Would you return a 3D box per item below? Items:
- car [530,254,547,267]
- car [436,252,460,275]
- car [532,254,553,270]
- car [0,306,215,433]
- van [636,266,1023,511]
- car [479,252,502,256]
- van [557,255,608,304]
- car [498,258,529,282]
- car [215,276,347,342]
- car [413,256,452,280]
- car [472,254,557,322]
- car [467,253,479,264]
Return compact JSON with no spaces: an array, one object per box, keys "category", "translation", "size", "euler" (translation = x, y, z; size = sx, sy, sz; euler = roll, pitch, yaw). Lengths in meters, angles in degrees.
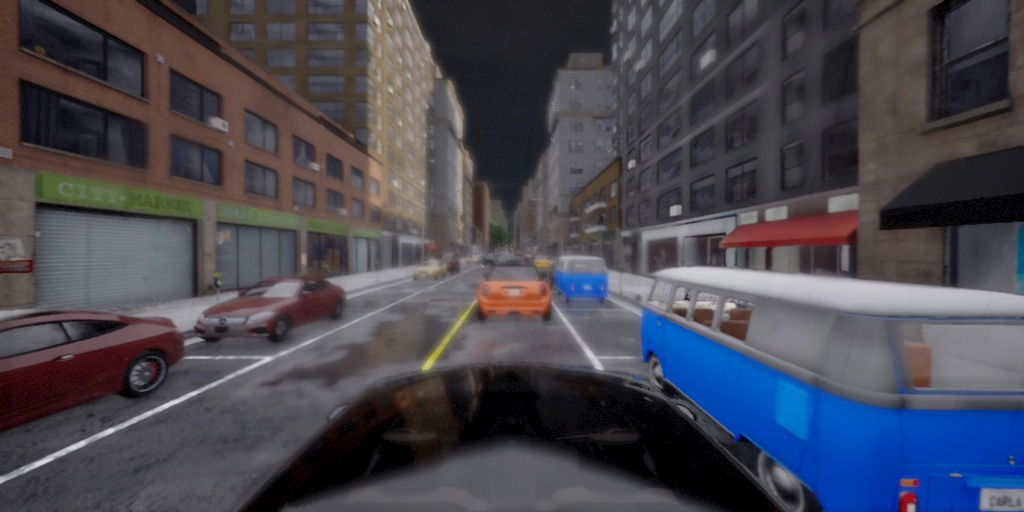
[{"category":"car","translation":[3.326,0.562,46.327],"size":[1.837,1.490,4.892],"euler":[0,1,0]},{"category":"car","translation":[-5.737,0.598,31.283],"size":[2.192,1.841,5.009],"euler":[0,0,0]},{"category":"car","translation":[3.303,0.617,39.517],"size":[1.801,1.575,5.366],"euler":[0,1,0]},{"category":"car","translation":[-5.849,1.297,3.822],"size":[1.802,1.307,4.207],"euler":[0,0,0]},{"category":"van","translation":[2.684,1.058,3.811],"size":[1.690,1.789,3.998],"euler":[0,0,0]},{"category":"car","translation":[-2.896,0.377,48.418],"size":[2.097,1.767,4.553],"euler":[0,1,0]},{"category":"van","translation":[2.728,0.884,14.792],"size":[1.690,1.789,3.998],"euler":[0,0,0]},{"category":"car","translation":[0.140,0.918,25.770],"size":[2.033,1.411,5.357],"euler":[0,1,1]},{"category":"car","translation":[-5.826,1.210,9.313],"size":[1.802,1.307,4.207],"euler":[0,0,0]},{"category":"car","translation":[-5.760,0.894,25.621],"size":[1.751,1.417,4.829],"euler":[0,0,0]},{"category":"car","translation":[0.095,0.944,11.728],"size":[2.097,1.767,4.553],"euler":[0,1,1]},{"category":"car","translation":[-5.649,0.479,53.082],"size":[1.751,1.417,4.829],"euler":[0,0,0]}]
